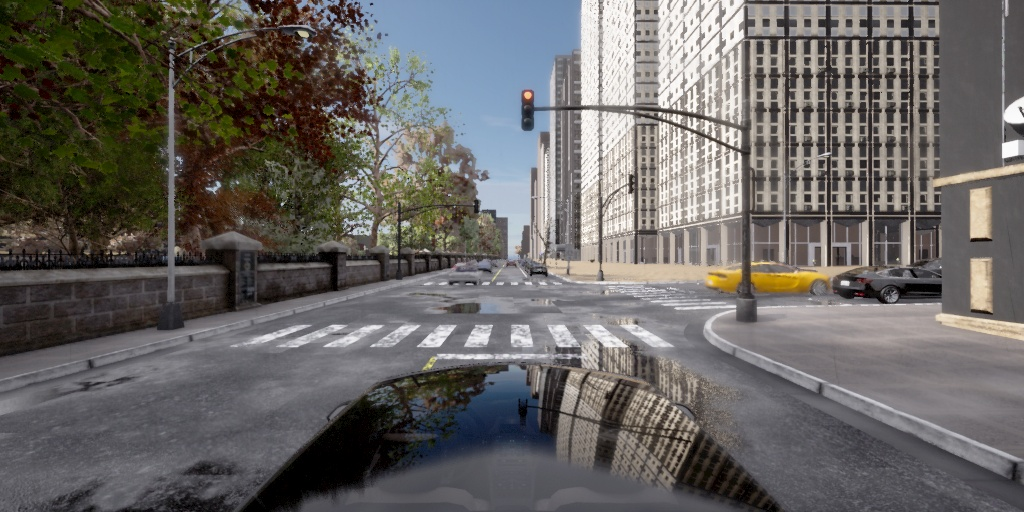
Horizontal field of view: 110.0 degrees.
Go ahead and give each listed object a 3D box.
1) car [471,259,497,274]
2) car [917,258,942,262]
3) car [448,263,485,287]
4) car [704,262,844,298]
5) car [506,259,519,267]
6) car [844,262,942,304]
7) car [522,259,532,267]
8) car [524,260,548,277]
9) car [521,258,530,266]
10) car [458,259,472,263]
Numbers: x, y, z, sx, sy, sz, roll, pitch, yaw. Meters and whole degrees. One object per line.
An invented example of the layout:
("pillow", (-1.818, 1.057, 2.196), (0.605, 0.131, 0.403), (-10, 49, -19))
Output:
("car", (-3.226, 1.316, 41.645), (2.033, 1.411, 5.357), (0, 0, 0))
("car", (23.229, 0.844, 19.406), (4.892, 1.490, 1.837), (-1, 0, -1))
("car", (-3.175, 1.359, 24.907), (1.895, 1.301, 4.718), (0, 0, 0))
("car", (11.440, 1.000, 16.153), (5.008, 1.535, 1.882), (-1, 0, 2))
("car", (-0.103, 1.320, 65.347), (1.812, 1.442, 4.674), (0, 0, 0))
("car", (14.647, 1.026, 13.540), (4.313, 1.339, 1.948), (0, 0, 0))
("car", (2.560, 1.335, 41.716), (1.948, 1.339, 4.313), (0, 0, 0))
("car", (2.578, 1.331, 36.083), (1.948, 1.339, 4.313), (0, 0, 0))
("car", (2.542, 1.339, 47.348), (1.948, 1.339, 4.313), (0, 0, 0))
("car", (-5.820, 1.351, 41.688), (1.802, 1.307, 4.207), (0, 0, 0))
